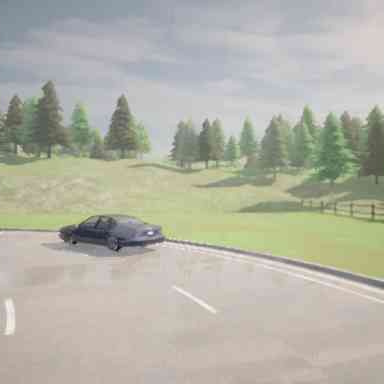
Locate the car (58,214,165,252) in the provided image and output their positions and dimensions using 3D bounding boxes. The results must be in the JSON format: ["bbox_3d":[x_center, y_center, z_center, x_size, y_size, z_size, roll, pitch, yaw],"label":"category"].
[{"bbox_3d":[-3.642,1.683,14.591,5.357,1.411,2.033,-1,-1,37],"label":"car"}]
